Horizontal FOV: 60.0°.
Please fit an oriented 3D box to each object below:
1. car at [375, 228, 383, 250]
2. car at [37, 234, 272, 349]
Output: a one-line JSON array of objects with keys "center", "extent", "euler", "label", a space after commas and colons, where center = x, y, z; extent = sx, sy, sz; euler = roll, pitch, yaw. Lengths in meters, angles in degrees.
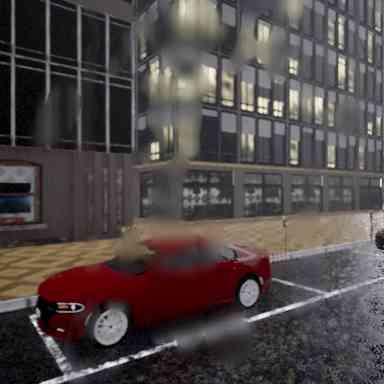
[{"center": [8.847, 1.524, 12.855], "extent": [4.313, 1.339, 1.947], "euler": [0, 0, -35], "label": "car"}, {"center": [-0.443, 1.539, 6.240], "extent": [4.507, 1.381, 1.887], "euler": [0, 0, -35], "label": "car"}]
